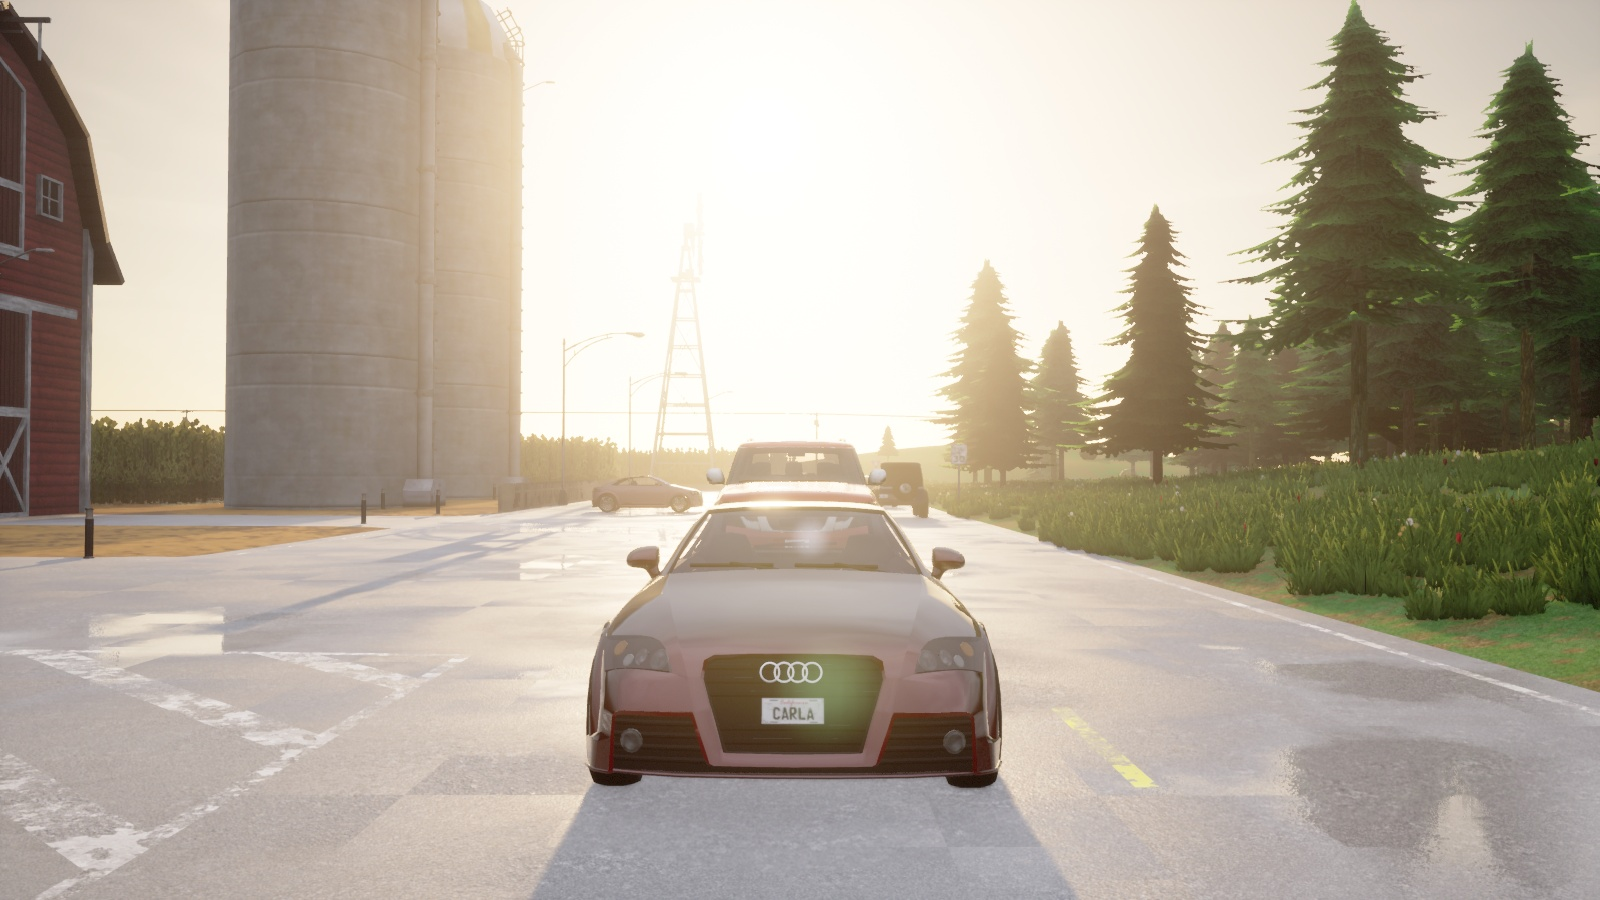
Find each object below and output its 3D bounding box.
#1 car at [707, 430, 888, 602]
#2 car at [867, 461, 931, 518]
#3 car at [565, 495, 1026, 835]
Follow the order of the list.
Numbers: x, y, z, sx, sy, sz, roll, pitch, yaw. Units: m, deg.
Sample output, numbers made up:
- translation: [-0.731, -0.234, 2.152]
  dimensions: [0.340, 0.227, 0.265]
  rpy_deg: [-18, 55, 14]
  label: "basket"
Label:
- translation: [-0.049, 0.832, 17.781]
  dimensions: [2.150, 2.045, 5.566]
  rpy_deg: [0, -1, 0]
  label: "car"
- translation: [3.387, 1.326, 43.503]
  dimensions: [1.905, 1.878, 3.866]
  rpy_deg: [0, -1, 0]
  label: "car"
- translation: [-0.017, 1.005, 7.538]
  dimensions: [1.994, 1.385, 4.181]
  rpy_deg: [0, -1, 0]
  label: "car"
